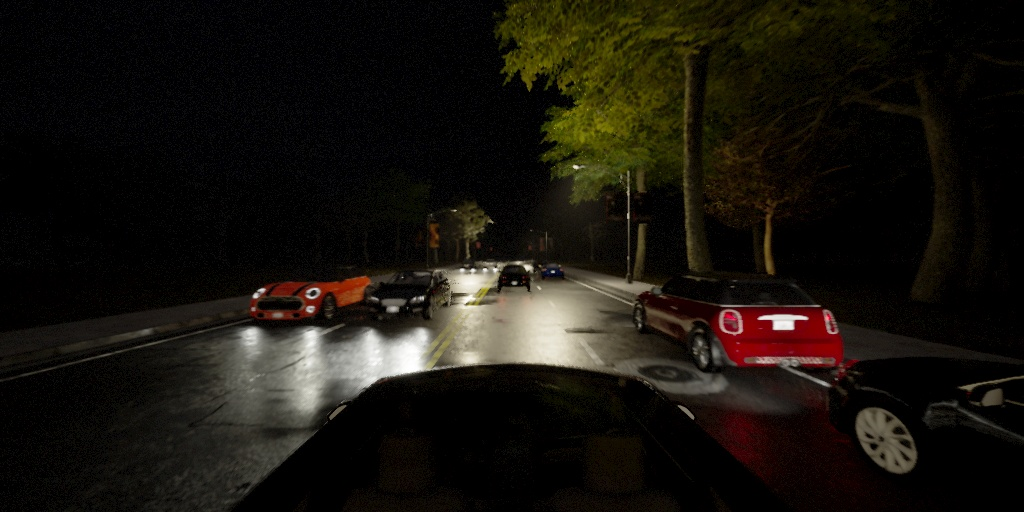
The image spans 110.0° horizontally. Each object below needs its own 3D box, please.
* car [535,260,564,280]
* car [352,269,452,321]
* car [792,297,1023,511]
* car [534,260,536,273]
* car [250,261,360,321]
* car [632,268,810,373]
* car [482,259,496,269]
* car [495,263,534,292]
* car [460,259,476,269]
[{"bbox_3d":[3.374,1.275,31.318,1.994,1.385,4.181,0,0,0],"label":"car"},{"bbox_3d":[-3.330,1.221,12.493,2.128,1.511,4.902,0,0,0],"label":"car"},{"bbox_3d":[4.220,1.259,1.741,1.837,1.490,4.892,0,0,0],"label":"car"},{"bbox_3d":[3.366,1.209,42.890,1.837,1.490,4.892,0,1,1],"label":"car"},{"bbox_3d":[-6.581,1.078,12.333,2.097,1.767,4.553,0,0,0],"label":"car"},{"bbox_3d":[4.234,1.095,7.710,2.097,1.767,4.553,0,0,0],"label":"car"},{"bbox_3d":[-3.202,1.217,53.751,1.812,1.442,4.674,0,0,1],"label":"car"},{"bbox_3d":[0.127,1.245,21.091,1.812,1.442,4.674,0,0,0],"label":"car"},{"bbox_3d":[-6.454,1.215,53.341,1.812,1.442,4.674,0,0,1],"label":"car"}]
